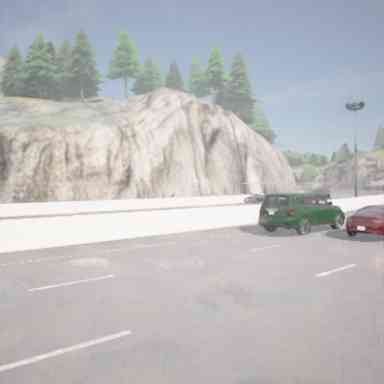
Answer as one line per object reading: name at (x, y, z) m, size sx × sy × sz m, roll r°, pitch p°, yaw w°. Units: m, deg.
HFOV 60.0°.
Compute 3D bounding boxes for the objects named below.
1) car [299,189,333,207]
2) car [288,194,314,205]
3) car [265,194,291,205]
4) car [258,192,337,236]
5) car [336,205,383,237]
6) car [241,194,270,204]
car at (15.624, 0.735, 41.741) m, size 2.150 × 2.045 × 5.566 m, roll -1°, pitch 0°, yaw 42°
car at (15.444, 1.049, 46.828) m, size 1.994 × 1.385 × 4.181 m, roll -1°, pitch 0°, yaw 41°
car at (12.714, 1.039, 49.028) m, size 1.812 × 1.442 × 4.674 m, roll -1°, pitch 1°, yaw 41°
car at (5.785, 1.032, 17.346) m, size 5.566 × 2.045 × 2.150 m, roll -1°, pitch 1°, yaw -40°
car at (8.777, 1.303, 15.342) m, size 4.674 × 1.442 × 1.812 m, roll -1°, pitch 1°, yaw -41°
car at (9.862, 1.036, 51.054) m, size 2.128 × 1.511 × 4.902 m, roll -1°, pitch 0°, yaw 42°
